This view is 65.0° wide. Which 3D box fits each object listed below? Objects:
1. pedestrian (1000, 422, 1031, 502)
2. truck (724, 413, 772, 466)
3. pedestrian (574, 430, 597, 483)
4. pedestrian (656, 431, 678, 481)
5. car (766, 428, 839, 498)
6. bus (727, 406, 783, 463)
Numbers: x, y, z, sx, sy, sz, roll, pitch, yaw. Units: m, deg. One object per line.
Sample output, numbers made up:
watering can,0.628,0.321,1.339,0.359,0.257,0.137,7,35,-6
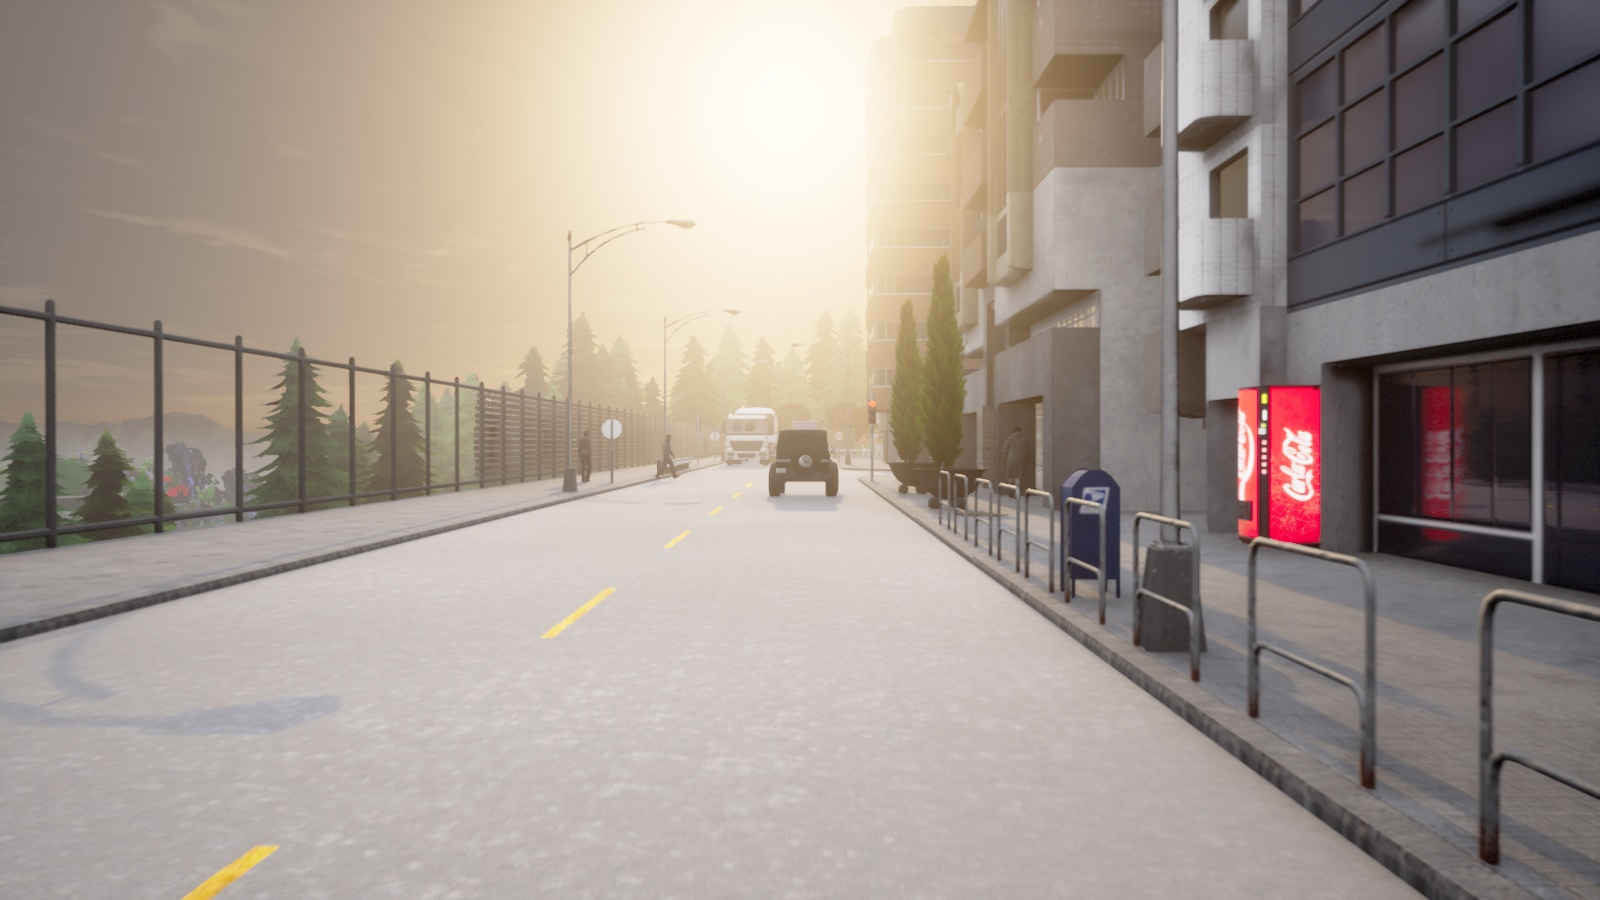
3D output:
pedestrian,5.334,0.285,31.150,0.659,1.952,0.873,0,0,3
truck,-3.488,-0.724,86.208,2.891,3.462,7.936,0,0,0
pedestrian,-7.394,0.206,43.285,0.328,1.805,0.869,0,0,27
pedestrian,-5.158,0.225,48.859,0.788,1.949,0.423,0,0,4
car,0.131,0.342,35.637,1.905,1.878,3.866,0,0,2
bus,-3.413,-1.190,98.818,3.944,4.253,10.273,0,0,0
